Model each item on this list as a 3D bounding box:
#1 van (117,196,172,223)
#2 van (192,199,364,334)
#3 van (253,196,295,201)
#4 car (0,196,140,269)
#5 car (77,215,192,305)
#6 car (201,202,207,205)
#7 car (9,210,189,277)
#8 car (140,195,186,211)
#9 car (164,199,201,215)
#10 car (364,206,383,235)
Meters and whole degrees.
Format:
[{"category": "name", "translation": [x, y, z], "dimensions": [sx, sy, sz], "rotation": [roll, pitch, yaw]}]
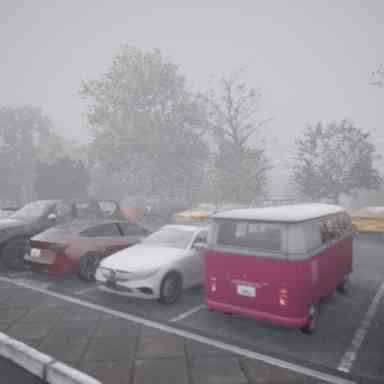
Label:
[{"category": "van", "translation": [-3.764, 1.331, 27.172], "dimensions": [1.878, 1.987, 4.442], "rotation": [-1, 0, 36]}, {"category": "van", "translation": [2.096, 1.266, 6.910], "dimensions": [1.878, 1.987, 4.442], "rotation": [0, 0, 36]}, {"category": "van", "translation": [5.348, 1.279, 20.661], "dimensions": [1.878, 1.987, 4.442], "rotation": [0, 0, 36]}, {"category": "car", "translation": [-4.765, 1.261, 11.633], "dimensions": [2.435, 2.045, 5.566], "rotation": [0, 0, 36]}, {"category": "car", "translation": [-0.229, 1.539, 8.430], "dimensions": [2.002, 1.452, 4.674], "rotation": [0, 0, 36]}, {"category": "car", "translation": [3.023, 1.513, 22.171], "dimensions": [2.231, 1.521, 4.892], "rotation": [0, 0, 36]}, {"category": "car", "translation": [-2.472, 1.535, 10.066], "dimensions": [2.163, 1.488, 4.792], "rotation": [0, 0, 36]}, {"category": "car", "translation": [-1.463, 1.282, 25.418], "dimensions": [2.435, 2.045, 5.566], "rotation": [-1, 0, 36]}, {"category": "car", "translation": [0.667, 1.517, 23.635], "dimensions": [1.946, 1.575, 5.366], "rotation": [0, 0, 36]}, {"category": "car", "translation": [9.684, 1.491, 17.413], "dimensions": [2.097, 1.535, 5.008], "rotation": [0, 0, 36]}]
